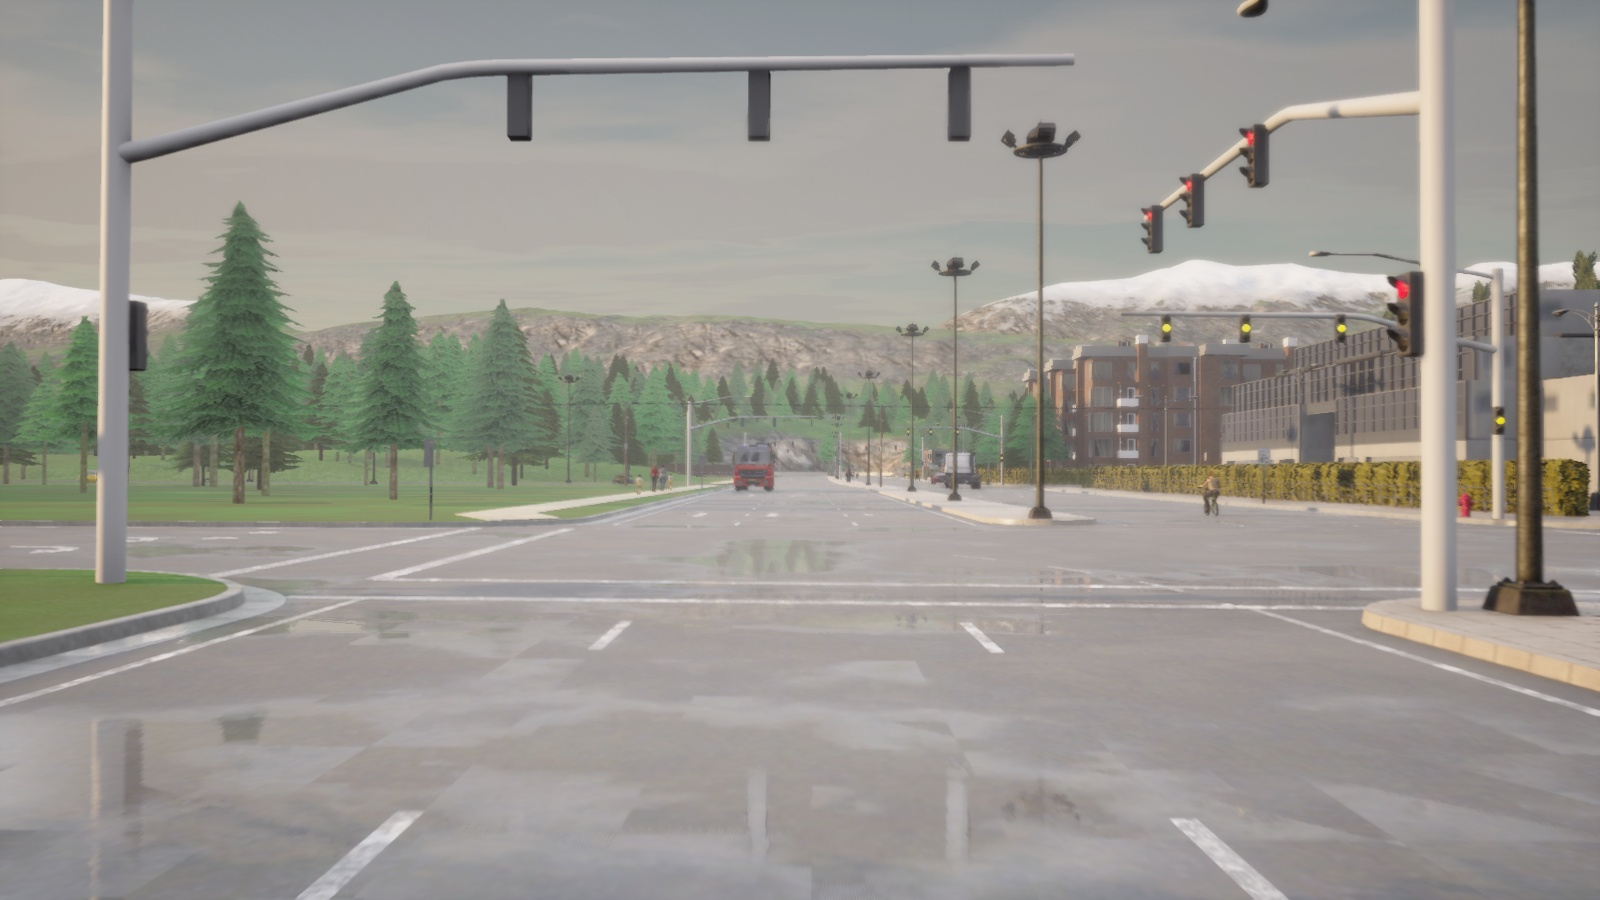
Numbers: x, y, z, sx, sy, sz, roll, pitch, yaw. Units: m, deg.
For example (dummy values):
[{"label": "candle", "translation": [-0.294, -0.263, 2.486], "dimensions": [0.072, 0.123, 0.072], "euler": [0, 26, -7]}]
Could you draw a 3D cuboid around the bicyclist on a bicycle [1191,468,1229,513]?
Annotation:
[{"label": "bicyclist on a bicycle", "translation": [14.893, 1.460, 45.600], "dimensions": [0.866, 1.612, 1.509], "euler": [0, -1, 0]}]

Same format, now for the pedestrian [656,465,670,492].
[{"label": "pedestrian", "translation": [-9.307, 1.928, 85.321], "dimensions": [0.874, 1.855, 0.900], "euler": [0, -1, 1]}]
